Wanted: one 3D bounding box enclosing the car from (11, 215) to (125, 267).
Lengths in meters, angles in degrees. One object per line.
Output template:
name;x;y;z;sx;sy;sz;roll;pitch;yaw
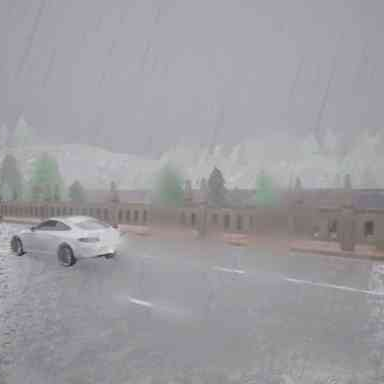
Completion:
car;-4.290;1.527;11.355;4.674;1.442;1.812;0;0;36
